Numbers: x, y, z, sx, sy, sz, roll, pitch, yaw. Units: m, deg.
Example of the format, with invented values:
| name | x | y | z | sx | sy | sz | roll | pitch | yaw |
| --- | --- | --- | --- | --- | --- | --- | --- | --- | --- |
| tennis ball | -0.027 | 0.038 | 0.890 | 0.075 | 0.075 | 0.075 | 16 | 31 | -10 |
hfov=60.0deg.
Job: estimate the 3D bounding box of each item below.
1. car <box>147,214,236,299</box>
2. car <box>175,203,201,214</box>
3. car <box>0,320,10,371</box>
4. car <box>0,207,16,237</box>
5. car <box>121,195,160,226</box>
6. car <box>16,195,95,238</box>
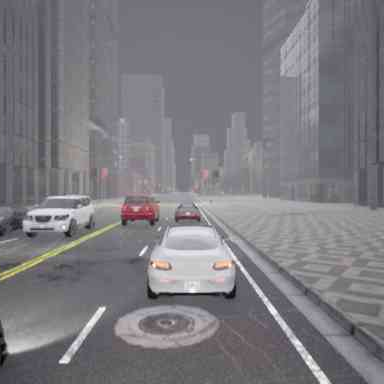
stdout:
| name | x | y | z | sx | sy | sz | roll | pitch | yaw |
| --- | --- | --- | --- | --- | --- | --- | --- | --- | --- |
| car | -0.031 | 1.517 | 8.318 | 1.812 | 1.442 | 4.674 | 0 | 0 | -1 |
| car | -0.332 | 1.533 | 26.123 | 1.994 | 1.385 | 4.181 | 0 | 0 | -1 |
| car | -3.182 | 1.561 | 2.324 | 1.994 | 1.385 | 4.181 | 0 | 0 | -1 |
| car | -10.147 | 1.527 | 18.232 | 2.033 | 1.411 | 5.357 | 0 | 0 | -1 |
| car | -3.535 | 1.195 | 23.402 | 2.150 | 2.045 | 5.566 | 0 | 0 | -1 |
| car | -6.894 | 1.201 | 17.947 | 2.150 | 2.045 | 5.566 | 0 | 0 | -1 |
